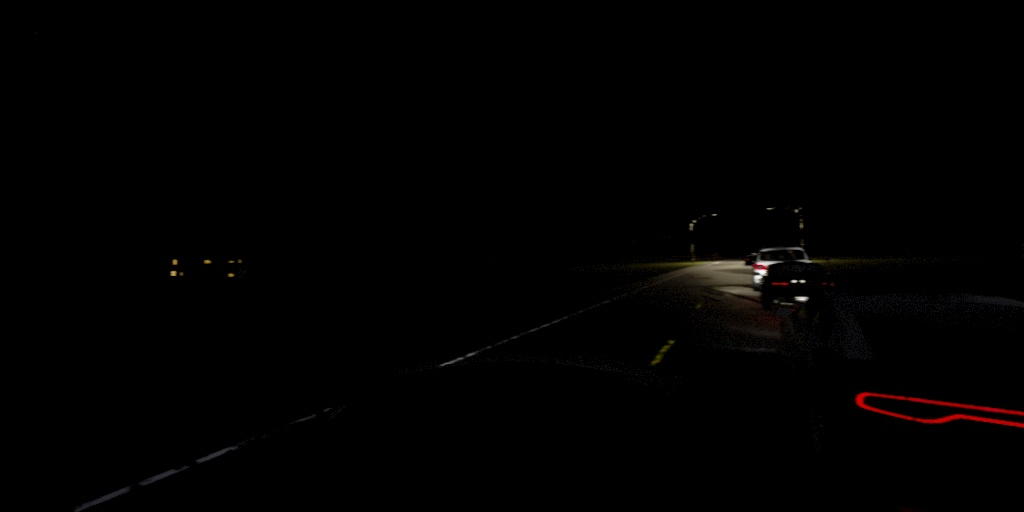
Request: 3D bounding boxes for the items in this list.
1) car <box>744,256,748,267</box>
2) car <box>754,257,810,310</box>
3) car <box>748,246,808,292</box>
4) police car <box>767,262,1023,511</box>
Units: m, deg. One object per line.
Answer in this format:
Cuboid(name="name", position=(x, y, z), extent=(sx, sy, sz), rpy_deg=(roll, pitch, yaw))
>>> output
Cuboid(name="car", position=(27.492, 0.459, 40.595), extent=(1.994, 1.385, 4.181), rpy_deg=(-3, 0, 35))
Cuboid(name="car", position=(9.605, 0.942, 12.298), extent=(1.837, 1.490, 4.892), rpy_deg=(-3, 0, 33))
Cuboid(name="car", position=(12.878, 0.563, 17.334), extent=(2.150, 2.045, 5.566), rpy_deg=(-3, 0, 33))
Cuboid(name="police car", position=(4.284, 1.017, 3.995), extent=(1.930, 1.638, 5.238), rpy_deg=(-3, -1, 32))
